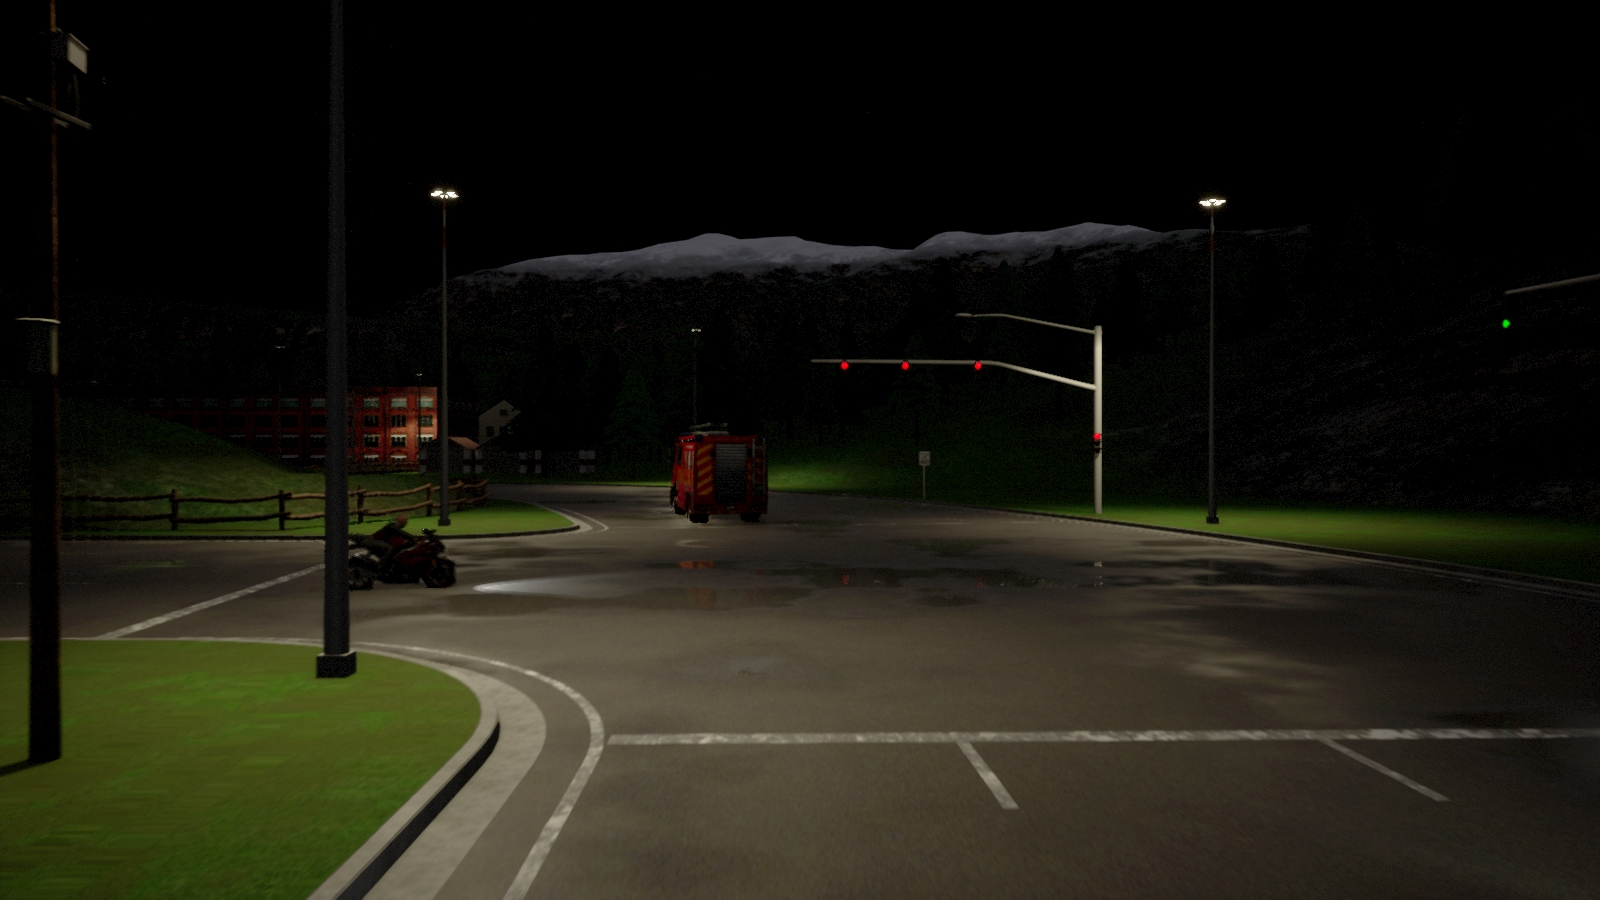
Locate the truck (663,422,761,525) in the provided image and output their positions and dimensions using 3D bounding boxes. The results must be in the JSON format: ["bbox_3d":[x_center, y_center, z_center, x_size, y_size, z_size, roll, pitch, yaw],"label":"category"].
[{"bbox_3d":[-3.798,0.878,47.220,2.891,3.827,8.468,0,0,-12],"label":"truck"}]

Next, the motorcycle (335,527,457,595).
[{"bbox_3d":[-8.052,2.199,22.874,2.209,1.251,0.867,0,-2,-12],"label":"motorcycle"}]
